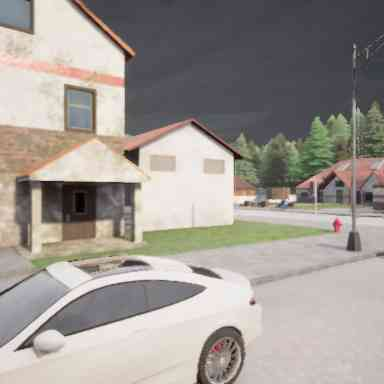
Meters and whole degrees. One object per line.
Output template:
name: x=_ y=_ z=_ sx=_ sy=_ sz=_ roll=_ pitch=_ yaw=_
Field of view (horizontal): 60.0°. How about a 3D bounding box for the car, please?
car: x=-1.210 y=1.524 z=3.727 sx=4.674 sy=1.442 sz=1.812 roll=0 pitch=0 yaw=-35
